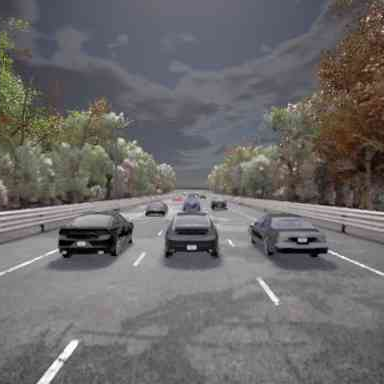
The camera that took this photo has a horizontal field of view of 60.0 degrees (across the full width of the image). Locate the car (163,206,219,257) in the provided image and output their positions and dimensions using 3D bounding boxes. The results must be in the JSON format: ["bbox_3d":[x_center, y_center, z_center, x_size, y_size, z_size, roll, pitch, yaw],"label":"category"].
[{"bbox_3d":[-0.010,1.528,13.014,1.837,1.490,4.892,0,0,0],"label":"car"}]

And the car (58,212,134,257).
[{"bbox_3d":[-3.513,1.499,13.034,1.882,1.535,5.008,0,0,0],"label":"car"}]

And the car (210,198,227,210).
[{"bbox_3d":[3.468,1.531,44.104,1.882,1.535,5.008,0,0,0],"label":"car"}]

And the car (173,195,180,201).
[{"bbox_3d":[-3.558,1.425,82.595,2.097,1.767,4.553,0,0,0],"label":"car"}]

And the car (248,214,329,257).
[{"bbox_3d":[3.489,1.569,13.015,2.033,1.411,5.357,0,0,0],"label":"car"}]

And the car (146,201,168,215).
[{"bbox_3d":[-3.525,1.609,34.052,1.994,1.385,4.181,0,0,0],"label":"car"}]

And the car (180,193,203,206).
[{"bbox_3d":[-0.029,1.403,41.989,2.097,1.767,4.553,0,0,0],"label":"car"}]
